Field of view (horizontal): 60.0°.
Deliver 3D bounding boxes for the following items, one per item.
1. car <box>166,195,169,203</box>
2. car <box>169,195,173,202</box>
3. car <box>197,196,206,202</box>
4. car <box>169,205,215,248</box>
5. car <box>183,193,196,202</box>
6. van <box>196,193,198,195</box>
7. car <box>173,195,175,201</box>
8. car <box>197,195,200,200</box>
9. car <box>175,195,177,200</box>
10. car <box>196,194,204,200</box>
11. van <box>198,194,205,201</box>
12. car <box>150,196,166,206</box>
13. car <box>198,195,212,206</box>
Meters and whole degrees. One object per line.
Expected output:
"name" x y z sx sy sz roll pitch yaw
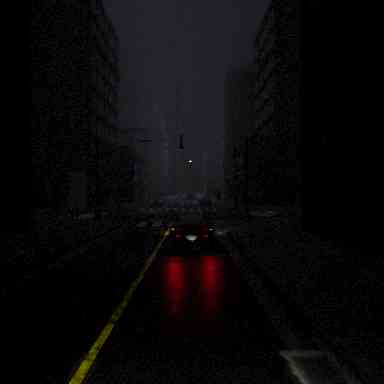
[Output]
"car" -5.690 1.504 59.349 1.967 1.590 4.097 0 0 0
"car" -5.679 1.670 70.370 1.802 1.307 4.206 0 0 0
"car" 2.357 1.668 81.383 2.008 1.369 4.403 0 0 0
"car" 0.000 1.536 14.650 1.812 1.442 4.674 0 0 0
"car" -0.284 1.217 77.677 2.150 2.045 5.566 0 0 0
"van" 2.351 1.443 75.873 1.690 1.788 3.998 0 0 0
"car" -5.673 1.653 75.880 2.008 1.369 4.403 0 0 0
"car" 2.341 1.657 64.852 1.802 1.307 4.206 0 0 0
"car" -5.663 1.574 86.902 1.967 1.590 4.097 0 0 0
"car" 2.346 1.654 70.362 1.947 1.339 4.313 0 0 0
"van" 2.362 1.475 86.894 1.690 1.788 3.998 0 0 0
"car" -5.695 1.493 53.838 1.967 1.590 4.097 0 0 0
"car" 2.330 1.619 53.829 1.947 1.339 4.313 0 0 0
